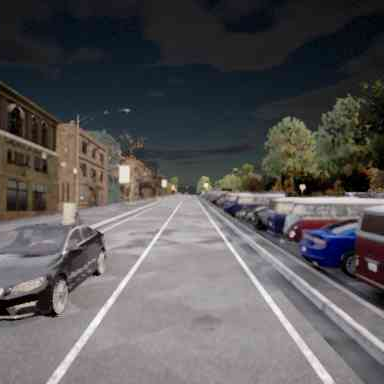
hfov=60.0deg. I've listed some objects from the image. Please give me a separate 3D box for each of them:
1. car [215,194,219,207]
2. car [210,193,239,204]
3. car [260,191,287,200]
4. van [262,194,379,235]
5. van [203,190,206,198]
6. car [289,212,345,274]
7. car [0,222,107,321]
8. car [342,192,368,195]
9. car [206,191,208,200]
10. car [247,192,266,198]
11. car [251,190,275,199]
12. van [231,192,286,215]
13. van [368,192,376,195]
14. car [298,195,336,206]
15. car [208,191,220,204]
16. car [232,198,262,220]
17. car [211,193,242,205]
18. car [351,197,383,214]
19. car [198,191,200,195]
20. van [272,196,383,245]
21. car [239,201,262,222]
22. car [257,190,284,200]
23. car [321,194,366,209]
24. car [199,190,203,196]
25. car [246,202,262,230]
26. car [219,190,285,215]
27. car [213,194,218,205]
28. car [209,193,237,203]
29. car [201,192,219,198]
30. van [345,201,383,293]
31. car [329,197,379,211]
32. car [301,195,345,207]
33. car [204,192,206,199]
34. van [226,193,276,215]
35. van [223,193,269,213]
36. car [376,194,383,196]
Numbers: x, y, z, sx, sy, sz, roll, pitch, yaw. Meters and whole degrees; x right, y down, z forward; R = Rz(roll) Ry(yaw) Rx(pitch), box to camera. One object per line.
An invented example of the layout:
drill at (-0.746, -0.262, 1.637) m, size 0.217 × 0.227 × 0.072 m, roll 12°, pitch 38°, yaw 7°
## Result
car at (5.449, 1.303, 37.570) m, size 4.892 × 1.521 × 2.231 m, roll 0°, pitch 1°, yaw 0°
car at (5.296, 1.029, 54.387) m, size 4.553 × 1.767 × 2.185 m, roll 0°, pitch 1°, yaw 0°
car at (18.226, 0.707, 74.472) m, size 5.566 × 2.045 × 2.435 m, roll 0°, pitch 1°, yaw 0°
van at (5.743, 1.232, 15.138) m, size 4.442 × 1.987 × 1.878 m, roll 0°, pitch 0°, yaw 0°
van at (5.083, 0.782, 71.204) m, size 4.442 × 1.987 × 1.878 m, roll 0°, pitch 1°, yaw 0°
car at (5.664, 1.469, 9.529) m, size 5.008 × 1.535 × 2.097 m, roll 0°, pitch 0°, yaw 0°
car at (-3.287, 1.479, 7.503) m, size 2.128 × 1.511 × 4.902 m, roll 0°, pitch 0°, yaw 0°
car at (18.581, 1.049, 35.372) m, size 5.566 × 2.045 × 2.435 m, roll 0°, pitch 1°, yaw 0°
car at (5.342, 0.953, 48.780) m, size 5.566 × 2.045 × 2.435 m, roll 0°, pitch 1°, yaw 0°
car at (18.102, 0.824, 93.844) m, size 5.008 × 1.535 × 2.097 m, roll 0°, pitch 0°, yaw 0°
car at (18.142, 0.621, 85.489) m, size 5.566 × 2.045 × 2.435 m, roll 0°, pitch 0°, yaw 0°
van at (5.657, 1.174, 26.358) m, size 4.442 × 1.987 × 1.878 m, roll 0°, pitch 0°, yaw 0°
van at (18.711, 1.123, 29.823) m, size 4.442 × 1.987 × 1.878 m, roll 0°, pitch 1°, yaw 0°
car at (18.453, 1.180, 49.253) m, size 4.892 × 1.521 × 2.231 m, roll 0°, pitch 1°, yaw 0°
car at (5.363, 0.977, 45.977) m, size 5.566 × 2.045 × 2.435 m, roll 0°, pitch 1°, yaw 0°
car at (5.569, 1.420, 23.551) m, size 4.892 × 1.521 × 2.231 m, roll 0°, pitch 0°, yaw 0°
car at (5.318, 1.054, 51.584) m, size 4.553 × 1.767 × 2.185 m, roll 0°, pitch 1°, yaw 0°
car at (18.760, 1.322, 32.600) m, size 5.366 × 1.575 × 1.946 m, roll 0°, pitch 1°, yaw 0°
car at (5.078, 0.610, 90.824) m, size 5.566 × 2.045 × 2.435 m, roll 0°, pitch 0°, yaw 0°
van at (5.531, 1.240, 12.335) m, size 4.442 × 1.987 × 1.878 m, roll 0°, pitch 0°, yaw 0°
car at (5.581, 1.476, 20.748) m, size 4.674 × 1.452 × 2.002 m, roll 0°, pitch 0°, yaw 0°
car at (18.205, 0.683, 77.134) m, size 5.566 × 2.045 × 2.435 m, roll 0°, pitch 1°, yaw 0°
car at (18.541, 1.126, 40.926) m, size 4.553 × 1.767 × 2.185 m, roll 0°, pitch 0°, yaw 0°
car at (5.067, 0.878, 88.018) m, size 4.892 × 1.521 × 2.231 m, roll 0°, pitch 0°, yaw 0°
car at (5.635, 1.480, 17.941) m, size 4.792 × 1.488 × 2.163 m, roll 0°, pitch 0°, yaw 0°
car at (5.491, 1.125, 29.157) m, size 5.566 × 2.045 × 2.435 m, roll 0°, pitch 1°, yaw 0°
car at (5.411, 1.293, 43.176) m, size 4.674 × 1.452 × 2.002 m, roll 0°, pitch 1°, yaw 0°
car at (5.337, 1.005, 57.191) m, size 4.553 × 1.767 × 2.185 m, roll 0°, pitch 0°, yaw 0°
car at (5.024, 0.846, 93.629) m, size 5.008 × 1.535 × 2.097 m, roll 0°, pitch 0°, yaw 0°
van at (5.807, 1.246, 6.726) m, size 4.442 × 1.987 × 1.878 m, roll 0°, pitch 0°, yaw 0°
car at (18.503, 1.306, 38.150) m, size 4.792 × 1.488 × 2.163 m, roll 0°, pitch 1°, yaw 0°
car at (18.283, 1.201, 46.475) m, size 5.366 × 1.575 × 1.946 m, roll 0°, pitch 0°, yaw 0°
car at (5.258, 1.081, 62.797) m, size 5.008 × 1.535 × 2.097 m, roll 0°, pitch 1°, yaw 0°
van at (5.615, 1.125, 31.962) m, size 4.442 × 1.987 × 1.878 m, roll 0°, pitch 1°, yaw 0°
van at (5.593, 1.101, 34.765) m, size 4.442 × 1.987 × 1.878 m, roll 0°, pitch 1°, yaw 0°
car at (18.644, 1.122, 27.046) m, size 5.566 × 2.045 × 2.435 m, roll 0°, pitch 0°, yaw 0°
